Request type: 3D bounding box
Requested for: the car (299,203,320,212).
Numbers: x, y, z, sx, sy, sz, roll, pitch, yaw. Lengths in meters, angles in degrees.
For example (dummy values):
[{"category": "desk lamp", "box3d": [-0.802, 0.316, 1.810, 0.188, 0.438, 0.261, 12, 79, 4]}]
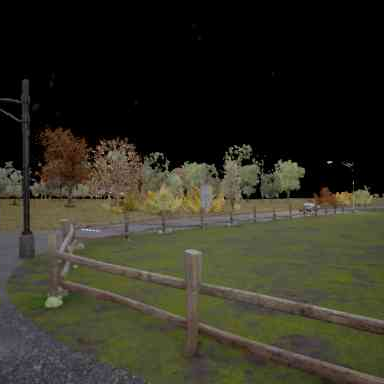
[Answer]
[{"category": "car", "box3d": [18.794, 2.449, 53.016, 2.033, 1.411, 5.357, -1, -2, 40]}]
